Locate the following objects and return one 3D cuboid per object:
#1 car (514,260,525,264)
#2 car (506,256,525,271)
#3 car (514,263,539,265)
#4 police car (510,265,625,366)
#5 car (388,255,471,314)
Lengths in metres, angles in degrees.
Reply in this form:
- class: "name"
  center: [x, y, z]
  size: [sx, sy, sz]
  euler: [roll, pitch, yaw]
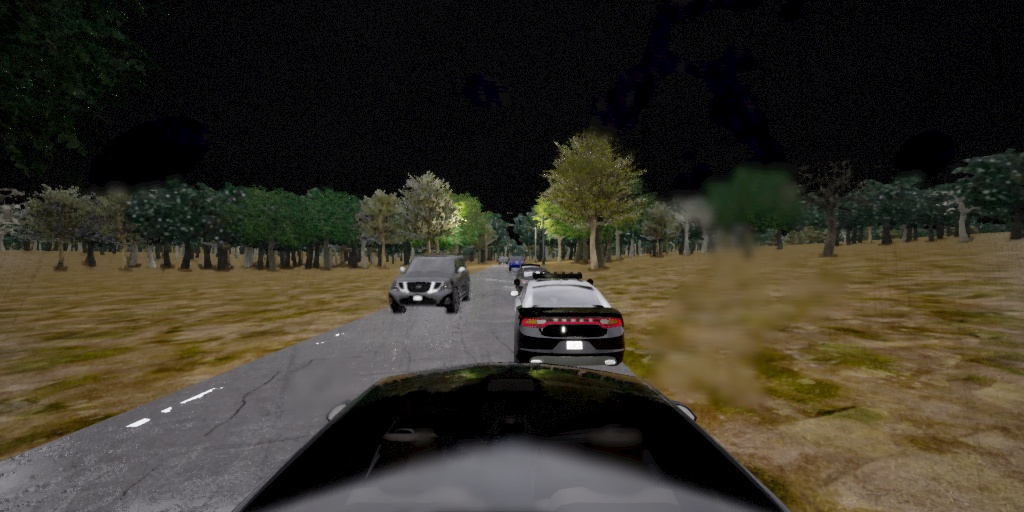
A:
- class: "car"
  center: [1.193, 1.259, 24.002]
  size: [1.837, 1.490, 4.892]
  euler: [0, 0, 1]
- class: "car"
  center: [0.675, 0.999, 50.099]
  size: [2.150, 2.045, 5.566]
  euler: [0, 0, 1]
- class: "car"
  center: [1.119, 1.276, 18.003]
  size: [1.812, 1.442, 4.674]
  euler: [0, 0, 1]
- class: "police car"
  center: [0.996, 1.174, 8.112]
  size: [1.930, 1.638, 5.238]
  euler: [0, 0, 1]
- class: "car"
  center: [-2.933, 0.970, 14.034]
  size: [2.150, 2.045, 5.566]
  euler: [0, 0, 1]
